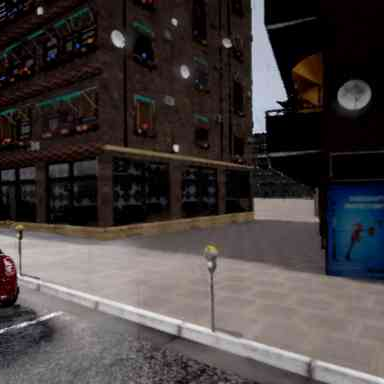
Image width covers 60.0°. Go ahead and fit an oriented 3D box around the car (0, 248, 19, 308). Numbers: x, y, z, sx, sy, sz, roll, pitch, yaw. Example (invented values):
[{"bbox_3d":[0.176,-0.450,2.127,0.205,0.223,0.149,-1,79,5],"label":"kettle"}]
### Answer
[{"bbox_3d":[-5.306,1.427,6.679,4.097,1.590,1.967,0,-1,36],"label":"car"}]
